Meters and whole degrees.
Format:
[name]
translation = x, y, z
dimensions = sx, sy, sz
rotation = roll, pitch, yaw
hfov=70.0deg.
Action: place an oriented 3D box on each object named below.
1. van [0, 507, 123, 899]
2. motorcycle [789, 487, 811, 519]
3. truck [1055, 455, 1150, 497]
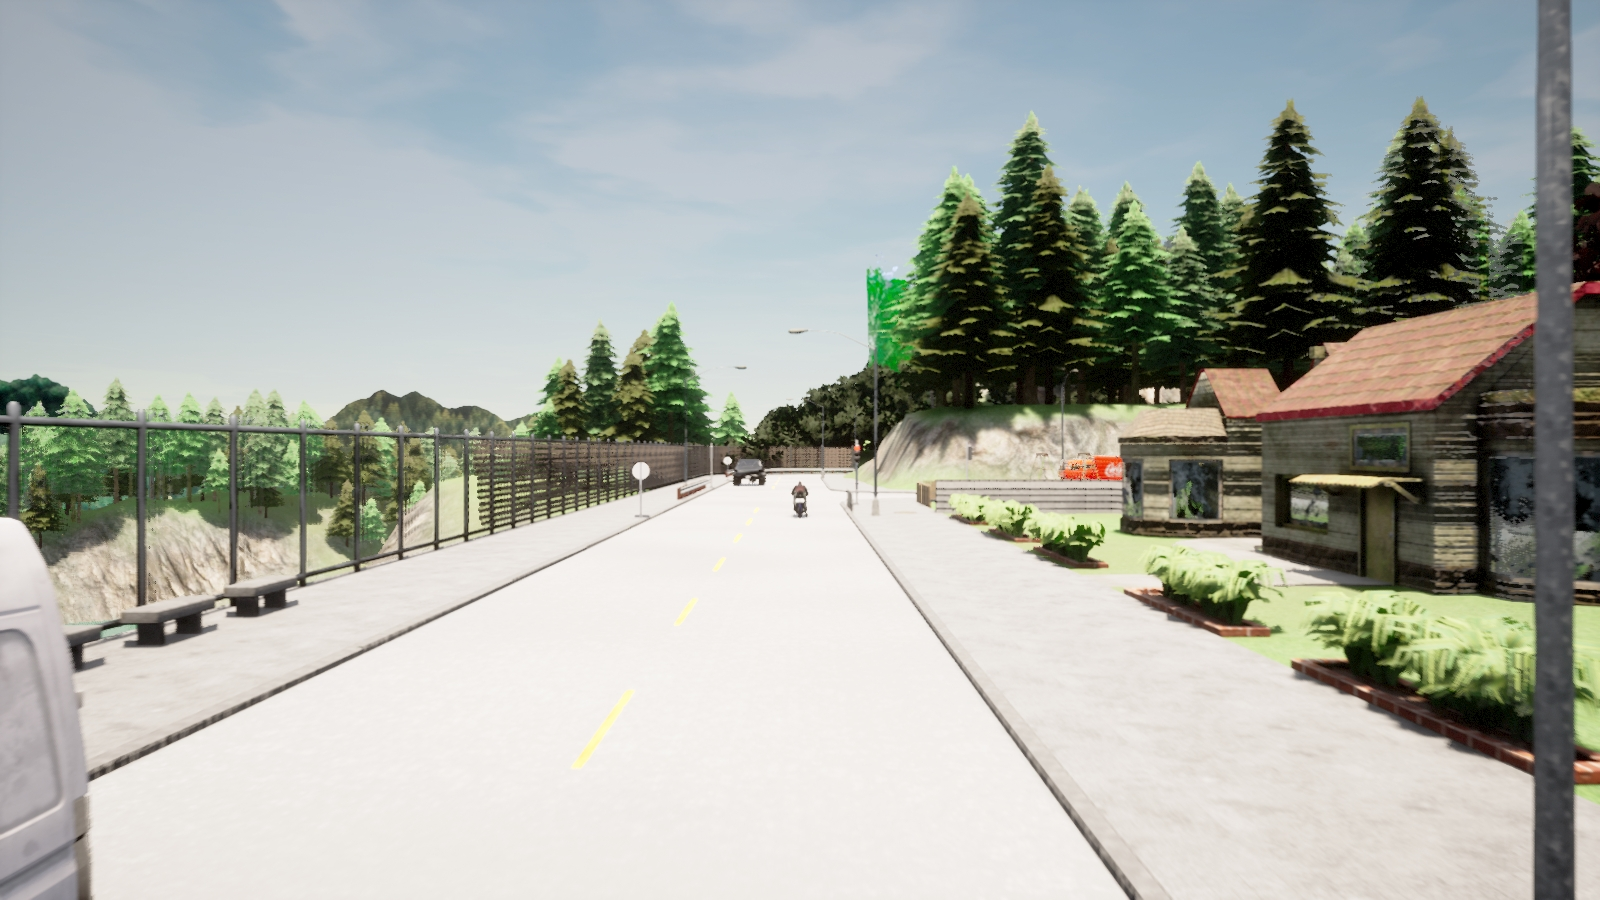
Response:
[van]
translation = -3.997, 1.534, 2.114
dimensions = 1.988, 2.561, 5.915
rotation = 0, 0, 0
[motorcycle]
translation = 0.003, 2.205, 47.953
dimensions = 0.867, 1.251, 2.209
rotation = 0, 0, 0
[truck]
translation = 18.789, 1.584, 71.206
dimensions = 5.204, 2.467, 2.627
rotation = 1, 0, 0
